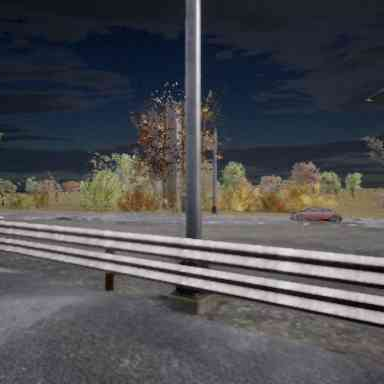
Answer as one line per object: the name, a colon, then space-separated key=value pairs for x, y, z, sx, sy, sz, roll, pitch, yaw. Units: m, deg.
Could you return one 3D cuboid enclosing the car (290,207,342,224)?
car: x=10.692 y=1.954 z=28.786 sx=4.181 sy=1.385 sz=1.994 roll=0 pitch=0 yaw=11
